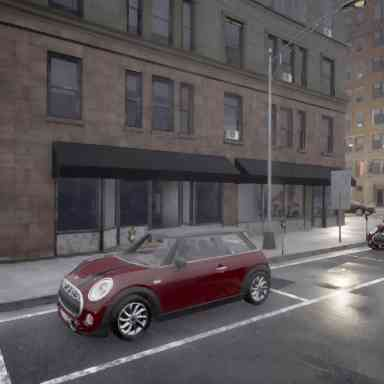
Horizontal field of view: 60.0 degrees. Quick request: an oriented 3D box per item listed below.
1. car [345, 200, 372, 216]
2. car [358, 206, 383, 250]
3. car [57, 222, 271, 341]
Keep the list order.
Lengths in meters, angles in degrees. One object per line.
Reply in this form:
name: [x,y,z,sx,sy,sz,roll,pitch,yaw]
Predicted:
car: [14.774,1.403,31.720,1.882,1.535,5.008,1,0,-37]
car: [8.555,1.445,12.813,4.097,1.590,1.967,0,0,-35]
car: [-0.406,1.441,6.456,4.097,1.590,1.967,0,0,-35]
